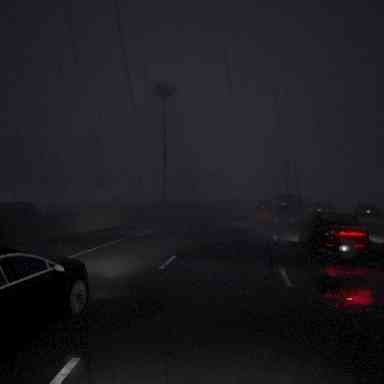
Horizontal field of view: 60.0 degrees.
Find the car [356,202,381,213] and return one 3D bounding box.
[{"bbox_3d":[15.365,1.564,29.001,1.994,1.385,4.181,0,0,28],"label":"car"}]

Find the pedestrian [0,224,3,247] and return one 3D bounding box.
[{"bbox_3d":[-7.390,1.574,12.680,0.375,1.300,0.375,0,0,11],"label":"pedestrian"}]

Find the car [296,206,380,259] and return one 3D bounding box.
[{"bbox_3d":[5.248,1.503,12.670,1.837,1.490,4.892,0,0,12],"label":"car"}]

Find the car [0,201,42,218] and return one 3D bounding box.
[{"bbox_3d":[-11.126,1.352,19.758,2.097,1.767,4.553,0,0,16],"label":"car"}]

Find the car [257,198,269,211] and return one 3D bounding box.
[{"bbox_3d":[9.195,1.504,39.710,1.837,1.490,4.892,0,0,28],"label":"car"}]

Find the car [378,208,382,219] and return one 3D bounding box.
[{"bbox_3d":[8.756,1.525,12.319,1.812,1.442,4.674,0,0,13],"label":"car"}]

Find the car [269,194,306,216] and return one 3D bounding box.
[{"bbox_3d":[9.830,1.221,33.530,2.150,2.045,5.566,0,0,28],"label":"car"}]

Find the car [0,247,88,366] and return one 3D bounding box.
[{"bbox_3d":[-3.027,1.492,4.516,2.128,1.511,4.902,0,0,4],"label":"car"}]

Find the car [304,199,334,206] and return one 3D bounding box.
[{"bbox_3d":[11.754,1.547,29.780,2.033,1.411,5.357,0,0,28],"label":"car"}]

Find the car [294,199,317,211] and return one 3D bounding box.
[{"bbox_3d":[14.289,1.564,41.762,1.994,1.385,4.181,0,0,28],"label":"car"}]
